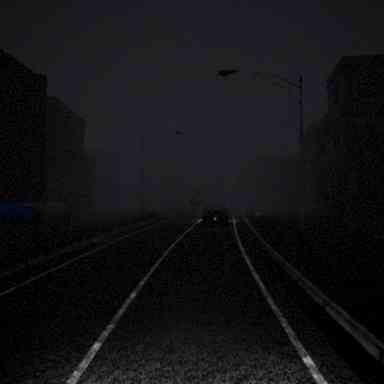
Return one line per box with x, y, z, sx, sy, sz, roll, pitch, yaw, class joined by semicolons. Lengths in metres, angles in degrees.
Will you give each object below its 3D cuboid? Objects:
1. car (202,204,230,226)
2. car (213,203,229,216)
1.846;1.706;25.331;1.882;1.535;5.008;0;0;6;car
3.650;2.181;41.301;1.812;1.442;4.674;0;-3;6;car
